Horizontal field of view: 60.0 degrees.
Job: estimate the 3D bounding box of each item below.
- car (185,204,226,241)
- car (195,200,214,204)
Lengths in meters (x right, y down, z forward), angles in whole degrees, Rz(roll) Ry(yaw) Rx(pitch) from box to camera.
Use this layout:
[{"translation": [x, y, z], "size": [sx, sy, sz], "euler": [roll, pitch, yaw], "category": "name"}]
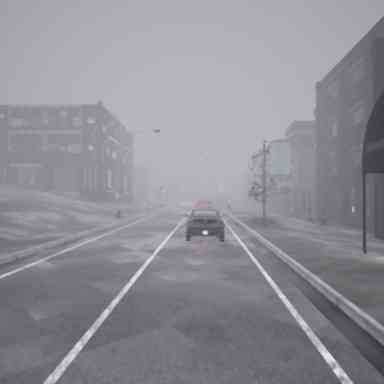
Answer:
[{"translation": [0.673, 1.580, 17.262], "size": [1.837, 1.490, 4.892], "euler": [0, -1, 2], "category": "car"}, {"translation": [1.415, 1.640, 38.054], "size": [2.097, 1.767, 4.553], "euler": [0, -1, 2], "category": "car"}]
